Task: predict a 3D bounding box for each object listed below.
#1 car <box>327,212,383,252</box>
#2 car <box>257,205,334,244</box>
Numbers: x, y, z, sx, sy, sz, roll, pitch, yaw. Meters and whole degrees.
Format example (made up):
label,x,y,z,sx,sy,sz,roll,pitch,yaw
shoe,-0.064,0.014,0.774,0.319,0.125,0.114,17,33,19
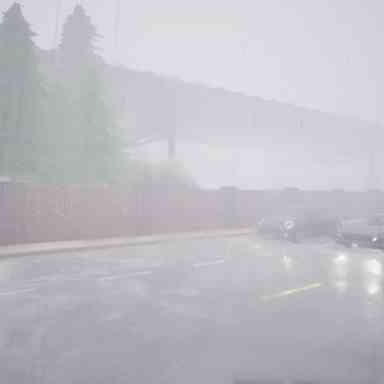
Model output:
label,x,y,z,sx,sy,sz,roll,pitch,yaw
car,8.369,1.650,14.188,5.357,1.411,2.033,1,0,-35
car,5.337,1.445,16.339,4.553,1.767,2.097,0,0,-35
